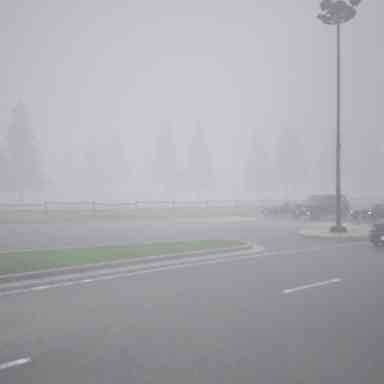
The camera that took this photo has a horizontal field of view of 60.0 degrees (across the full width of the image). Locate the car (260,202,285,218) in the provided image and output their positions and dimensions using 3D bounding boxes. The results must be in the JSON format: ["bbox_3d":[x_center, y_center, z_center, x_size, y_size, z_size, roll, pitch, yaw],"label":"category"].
[{"bbox_3d":[8.535,1.599,30.530,4.718,1.301,1.895,0,0,-29],"label":"car"}]

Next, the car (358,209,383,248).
[{"bbox_3d":[9.071,1.527,13.363,4.674,1.442,1.812,0,0,-30],"label":"car"}]

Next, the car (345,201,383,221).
[{"bbox_3d":[14.412,1.603,25.788,4.718,1.301,1.895,0,0,-29],"label":"car"}]

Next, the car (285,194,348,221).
[{"bbox_3d":[10.773,1.221,27.770,5.566,2.045,2.150,0,0,-29],"label":"car"}]
